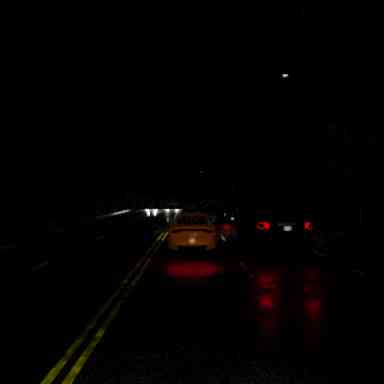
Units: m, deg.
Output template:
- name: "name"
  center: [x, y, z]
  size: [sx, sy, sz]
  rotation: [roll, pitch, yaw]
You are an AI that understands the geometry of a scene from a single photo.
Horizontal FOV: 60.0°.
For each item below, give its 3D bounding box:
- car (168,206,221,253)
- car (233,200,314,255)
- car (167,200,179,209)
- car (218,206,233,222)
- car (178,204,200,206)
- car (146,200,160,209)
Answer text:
- name: "car"
  center: [0.018, 1.621, 14.468]
  size: [1.882, 1.535, 5.008]
  rotation: [0, 0, 0]
- name: "car"
  center: [3.264, 1.356, 14.016]
  size: [2.150, 2.045, 5.566]
  rotation: [0, 0, 0]
- name: "car"
  center: [-3.204, 2.088, 55.594]
  size: [1.812, 1.442, 4.674]
  rotation: [0, -1, 0]
- name: "car"
  center: [3.279, 1.893, 29.102]
  size: [1.895, 1.301, 4.718]
  rotation: [0, -1, 0]
- name: "car"
  center: [0.032, 1.774, 29.486]
  size: [1.882, 1.535, 5.008]
  rotation: [0, 0, 0]
- name: "car"
  center: [-6.452, 2.056, 55.703]
  size: [2.128, 1.511, 4.902]
  rotation: [0, -1, 0]
